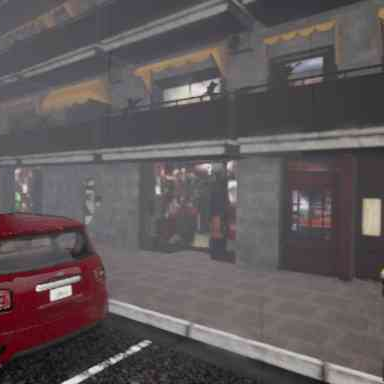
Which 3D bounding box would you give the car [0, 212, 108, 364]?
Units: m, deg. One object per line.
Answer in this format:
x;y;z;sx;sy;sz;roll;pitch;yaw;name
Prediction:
-3.506;1.263;5.358;5.009;1.841;2.192;1;1;36;car
